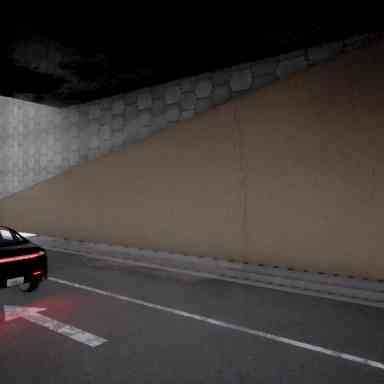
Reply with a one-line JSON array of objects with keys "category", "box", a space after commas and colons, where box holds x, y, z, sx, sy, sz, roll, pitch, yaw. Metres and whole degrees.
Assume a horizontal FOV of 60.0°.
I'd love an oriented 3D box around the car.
[{"category": "car", "box": [-5.331, 1.492, 7.745, 4.902, 1.511, 2.128, 0, 0, 35]}]
